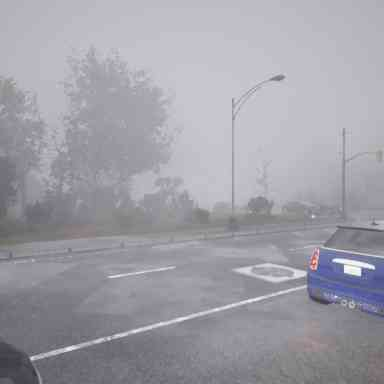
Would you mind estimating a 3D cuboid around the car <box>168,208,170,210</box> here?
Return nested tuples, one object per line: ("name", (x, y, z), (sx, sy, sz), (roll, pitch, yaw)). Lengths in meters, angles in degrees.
("car", (-5.541, 3.256, 63.347), (1.812, 1.442, 4.674), (0, -3, -32))

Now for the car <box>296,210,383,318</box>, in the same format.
("car", (4.481, 1.361, 6.900), (4.553, 1.767, 2.097), (0, 0, -35))

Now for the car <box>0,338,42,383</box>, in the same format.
("car", (-3.264, 1.490, 1.418), (4.902, 1.511, 2.128), (0, 0, -36))

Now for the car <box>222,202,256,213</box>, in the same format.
("car", (6.925, 2.355, 49.924), (2.033, 1.411, 5.357), (0, -3, -32))

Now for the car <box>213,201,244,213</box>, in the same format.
("car", (4.898, 2.061, 46.581), (2.097, 1.767, 4.553), (0, -3, -31))

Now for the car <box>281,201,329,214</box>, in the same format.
("car", (11.723, 1.724, 35.741), (1.837, 1.490, 4.892), (0, -1, -29))

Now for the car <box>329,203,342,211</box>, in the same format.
("car", (14.619, 1.722, 37.644), (2.128, 1.511, 4.902), (0, -2, -33))
